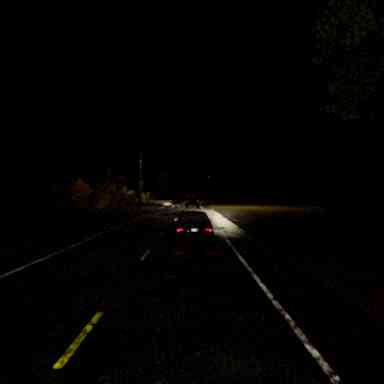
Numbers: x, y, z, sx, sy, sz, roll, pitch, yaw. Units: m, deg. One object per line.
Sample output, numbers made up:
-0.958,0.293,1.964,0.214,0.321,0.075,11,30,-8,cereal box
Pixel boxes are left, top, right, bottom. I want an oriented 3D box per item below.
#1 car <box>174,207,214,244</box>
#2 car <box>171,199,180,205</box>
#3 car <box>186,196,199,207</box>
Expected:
0.092,1.703,16.750,2.033,1.411,5.357,0,0,0,car
-3.530,2.159,73.645,2.033,1.411,5.357,0,0,0,car
0.075,1.723,58.788,2.150,2.045,5.566,0,-1,0,car
